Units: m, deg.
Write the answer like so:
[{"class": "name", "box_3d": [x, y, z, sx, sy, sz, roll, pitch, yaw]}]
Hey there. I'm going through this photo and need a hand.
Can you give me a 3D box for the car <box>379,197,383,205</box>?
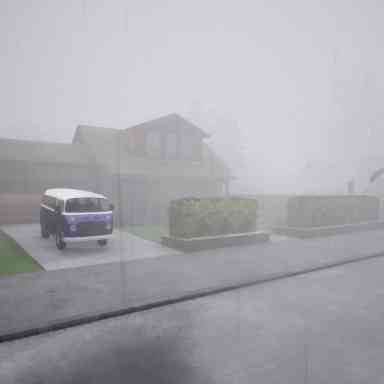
[{"class": "car", "box_3d": [24.718, 0.985, 41.453, 3.866, 1.878, 1.905, 0, 0, 0]}]
